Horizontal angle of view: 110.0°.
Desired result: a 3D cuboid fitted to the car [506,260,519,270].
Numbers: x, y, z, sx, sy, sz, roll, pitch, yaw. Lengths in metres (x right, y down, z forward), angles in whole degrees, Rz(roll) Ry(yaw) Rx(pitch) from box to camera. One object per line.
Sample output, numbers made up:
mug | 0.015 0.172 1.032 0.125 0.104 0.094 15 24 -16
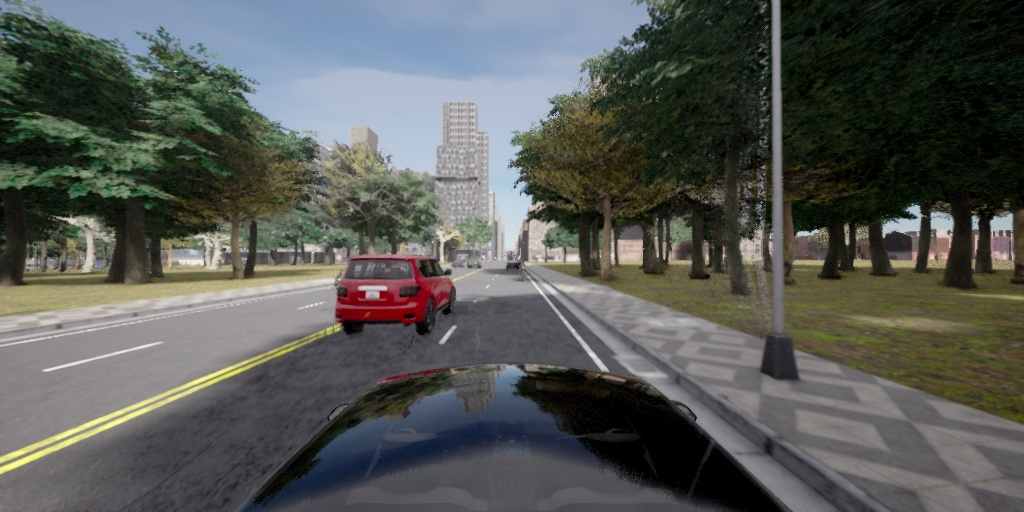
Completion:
car | 0.074 1.367 56.906 1.882 1.535 5.008 0 0 0

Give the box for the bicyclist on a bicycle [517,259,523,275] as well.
bicyclist on a bicycle | 0.897 1.195 39.253 0.659 1.776 1.843 0 0 0

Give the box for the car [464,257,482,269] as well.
car | -6.517 1.138 62.439 2.150 2.045 5.566 0 0 1

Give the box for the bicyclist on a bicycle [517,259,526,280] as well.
bicyclist on a bicycle | 0.896 1.247 29.013 0.582 1.620 1.656 0 0 0

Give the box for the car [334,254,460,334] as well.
car | -3.150 0.977 10.779 2.150 2.045 5.566 0 0 0
